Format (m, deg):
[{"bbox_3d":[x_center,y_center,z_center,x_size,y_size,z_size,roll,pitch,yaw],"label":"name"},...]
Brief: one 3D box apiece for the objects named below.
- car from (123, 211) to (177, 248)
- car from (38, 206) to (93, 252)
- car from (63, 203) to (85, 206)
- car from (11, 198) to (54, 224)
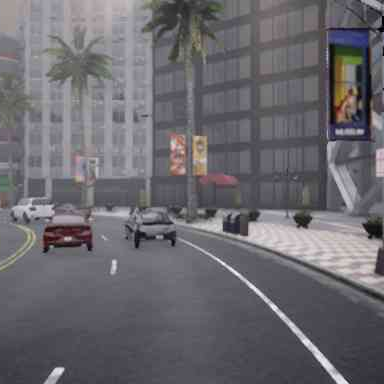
[{"bbox_3d":[-2.107,1.644,15.815,2.128,1.511,4.902,0,0,-19],"label":"car"},{"bbox_3d":[-5.497,1.623,14.886,1.882,1.535,5.008,0,0,-19],"label":"car"},{"bbox_3d":[-10.996,1.789,30.454,2.128,1.511,4.902,0,-1,-44],"label":"car"},{"bbox_3d":[-13.349,1.490,27.871,2.150,2.045,5.566,0,-1,-43],"label":"car"}]
